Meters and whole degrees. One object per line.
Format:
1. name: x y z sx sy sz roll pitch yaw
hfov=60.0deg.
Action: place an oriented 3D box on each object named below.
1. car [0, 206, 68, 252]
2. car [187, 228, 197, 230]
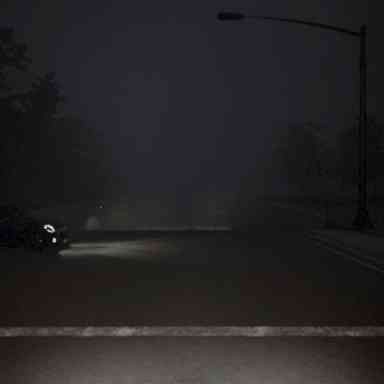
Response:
1. car: -7.390 1.350 13.258 4.553 1.767 2.097 1 0 -7
2. car: 0.004 5.930 48.132 2.033 1.411 5.357 0 -9 0
